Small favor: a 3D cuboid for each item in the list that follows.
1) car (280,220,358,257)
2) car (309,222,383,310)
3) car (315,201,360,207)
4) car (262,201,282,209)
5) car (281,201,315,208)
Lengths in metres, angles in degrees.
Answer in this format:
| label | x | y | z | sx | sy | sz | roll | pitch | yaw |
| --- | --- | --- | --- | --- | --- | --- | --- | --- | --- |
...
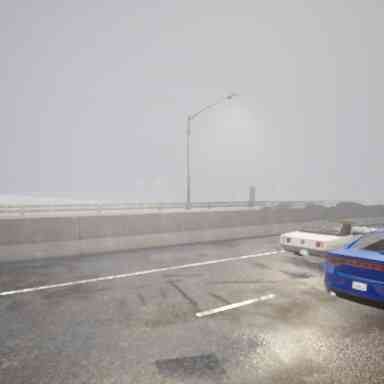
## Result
| label | x | y | z | sx | sy | sz | roll | pitch | yaw |
| --- | --- | --- | --- | --- | --- | --- | --- | --- | --- |
| car | 5.380 | 1.636 | 11.827 | 4.718 | 1.301 | 1.895 | 0 | 0 | -35 |
| car | 4.961 | 1.503 | 7.259 | 5.008 | 1.535 | 1.882 | 0 | 0 | -35 |
| car | 14.052 | 1.580 | 30.870 | 5.008 | 1.535 | 1.882 | 0 | 0 | -34 |
| car | 9.575 | 1.665 | 36.286 | 4.181 | 1.385 | 1.994 | 0 | 0 | -34 |
| car | 11.395 | 1.664 | 33.290 | 4.181 | 1.385 | 1.994 | 0 | 0 | -34 |
